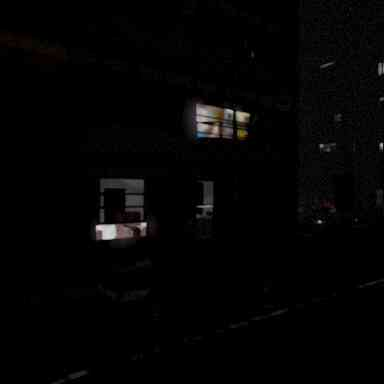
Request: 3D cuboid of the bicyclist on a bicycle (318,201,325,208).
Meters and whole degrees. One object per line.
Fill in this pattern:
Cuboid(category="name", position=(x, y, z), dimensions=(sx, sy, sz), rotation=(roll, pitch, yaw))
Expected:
Cuboid(category="bicyclist on a bicycle", position=(15.247, 1.866, 38.974), dimensions=(1.656, 1.620, 0.582), rotation=(0, -1, -36))

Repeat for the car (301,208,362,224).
Cuboid(category="car", position=(11.976, 2.021, 28.650), dimensions=(1.895, 1.301, 4.718), rotation=(0, -1, -36))

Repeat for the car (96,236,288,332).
Cuboid(category="car", position=(0.212, 1.602, 6.782), dimensions=(4.206, 1.307, 1.802), rotation=(0, 0, -36))
